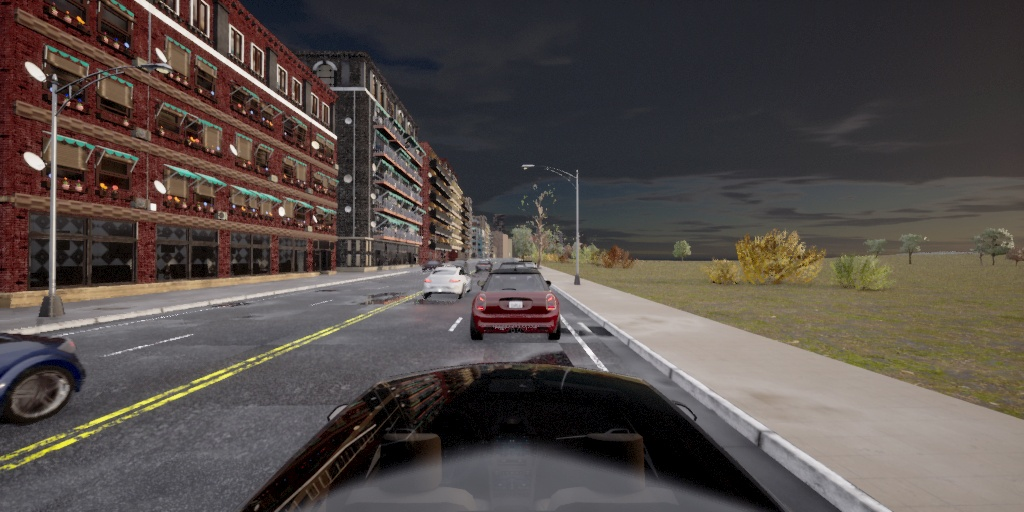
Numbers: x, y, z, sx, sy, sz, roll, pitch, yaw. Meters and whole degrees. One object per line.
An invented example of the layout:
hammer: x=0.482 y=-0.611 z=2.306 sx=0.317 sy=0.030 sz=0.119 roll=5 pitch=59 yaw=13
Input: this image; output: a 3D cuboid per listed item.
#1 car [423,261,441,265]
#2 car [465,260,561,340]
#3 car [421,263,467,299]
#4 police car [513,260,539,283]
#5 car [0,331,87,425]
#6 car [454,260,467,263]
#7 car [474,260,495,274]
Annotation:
car: x=-9.943 y=1.301 z=45.304 sx=2.033 sy=1.411 sz=5.357 roll=0 pitch=0 yaw=0
car: x=0.075 y=1.104 z=10.100 sx=2.097 sy=1.767 sz=4.553 roll=0 pitch=0 yaw=0
car: x=-3.186 y=1.279 z=18.119 sx=1.812 sy=1.442 sz=4.674 roll=0 pitch=0 yaw=0
police car: x=1.079 y=1.179 z=29.369 sx=1.930 sy=1.638 sz=5.238 roll=0 pitch=0 yaw=0
car: x=-6.603 y=1.314 z=2.925 sx=1.994 sy=1.385 sz=4.181 roll=0 pitch=0 yaw=0
car: x=-6.692 y=1.258 z=46.162 sx=1.837 sy=1.490 sz=4.892 roll=0 pitch=0 yaw=0
car: x=-3.235 y=1.243 z=42.686 sx=2.128 sy=1.511 sz=4.902 roll=0 pitch=0 yaw=0
